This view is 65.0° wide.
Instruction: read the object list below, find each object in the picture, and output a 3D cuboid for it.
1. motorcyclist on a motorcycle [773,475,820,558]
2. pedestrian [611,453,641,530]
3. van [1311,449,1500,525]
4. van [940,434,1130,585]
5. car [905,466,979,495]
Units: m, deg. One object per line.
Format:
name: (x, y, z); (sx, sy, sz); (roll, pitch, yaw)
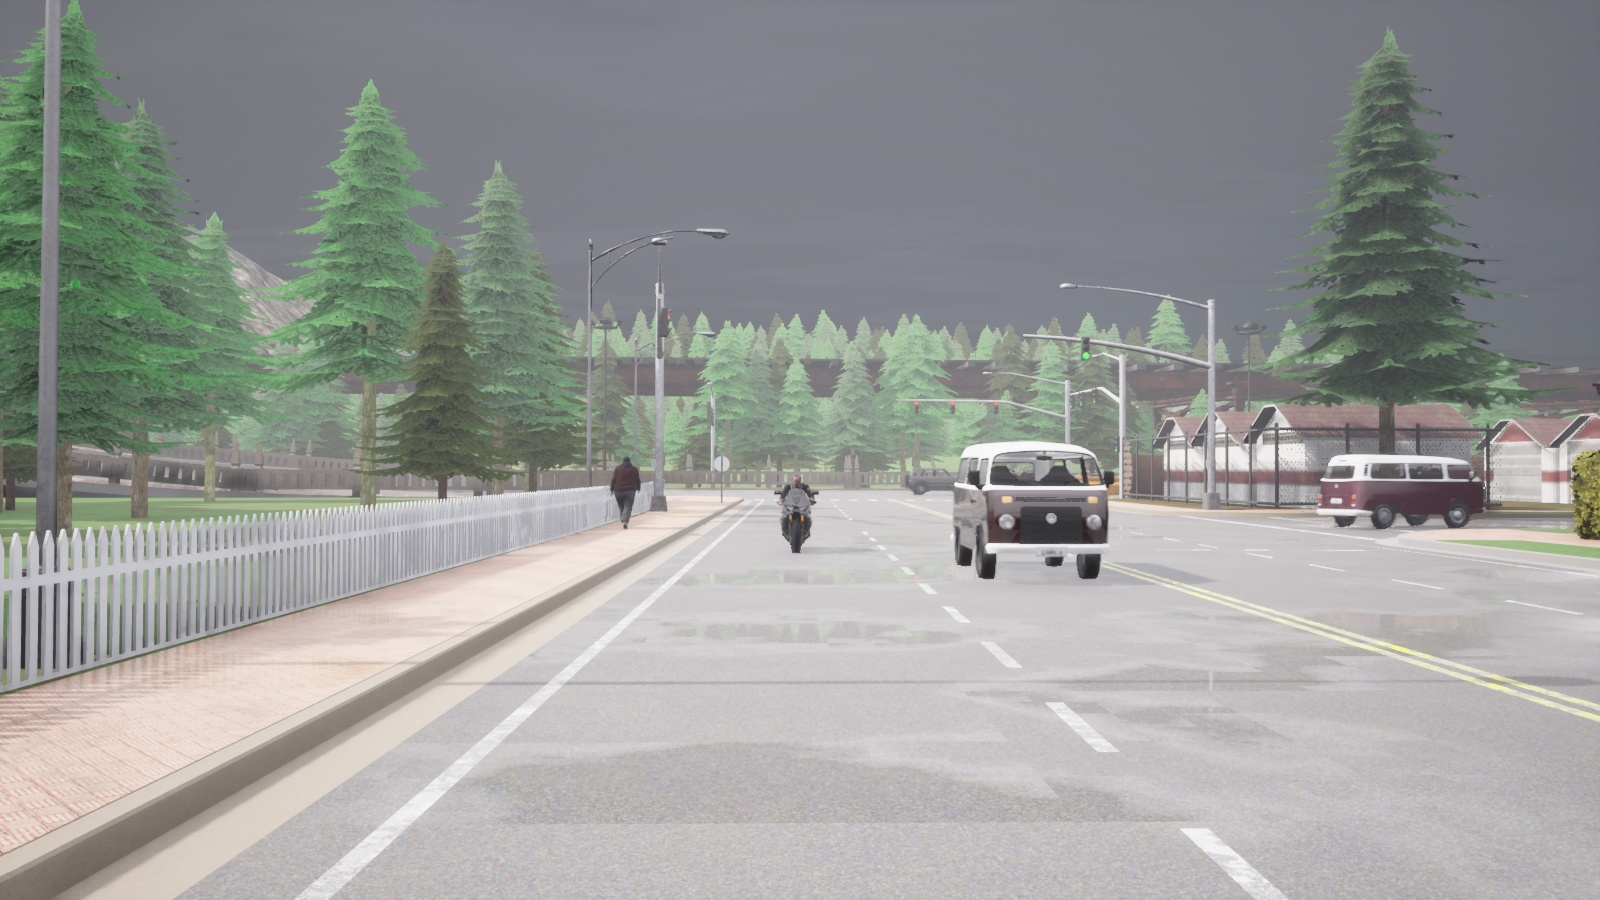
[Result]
motorcyclist on a motorcycle: (-0.060, 1.259, 24.407); (0.866, 1.530, 2.191); (0, -1, 0)
pedestrian: (-4.210, 1.000, 30.444); (0.634, 1.844, 0.899); (0, -1, -2)
van: (16.953, 1.021, 35.216); (4.480, 2.038, 2.069); (0, -2, -15)
van: (3.451, 0.849, 19.365); (2.069, 2.038, 4.480); (0, -1, 0)
car: (9.330, 1.981, 82.826); (4.605, 1.855, 1.932); (0, -1, -2)
